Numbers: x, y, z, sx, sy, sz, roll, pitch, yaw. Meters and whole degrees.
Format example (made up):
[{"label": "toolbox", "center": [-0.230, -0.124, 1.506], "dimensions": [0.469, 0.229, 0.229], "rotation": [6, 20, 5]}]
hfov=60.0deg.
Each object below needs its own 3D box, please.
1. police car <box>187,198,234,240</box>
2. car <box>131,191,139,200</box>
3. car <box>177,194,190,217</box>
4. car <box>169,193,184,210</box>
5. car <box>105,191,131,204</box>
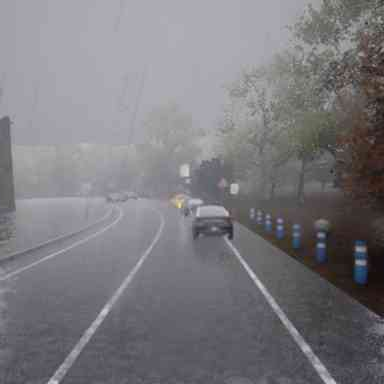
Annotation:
[{"label": "police car", "center": [0.905, 1.349, 16.958], "dimensions": [1.930, 1.638, 5.238], "rotation": [0, 1, -1]}, {"label": "car", "center": [-10.120, 0.603, 52.202], "dimensions": [2.033, 1.411, 5.357], "rotation": [-4, 3, -32]}, {"label": "car", "center": [0.121, 1.179, 27.137], "dimensions": [1.812, 1.442, 4.674], "rotation": [-1, 2, -8]}, {"label": "car", "center": [-1.106, 0.913, 33.473], "dimensions": [1.801, 1.575, 5.366], "rotation": [-2, 2, -14]}, {"label": "car", "center": [-10.586, 0.867, 45.961], "dimensions": [2.033, 1.411, 5.357], "rotation": [-3, 2, -27]}]
